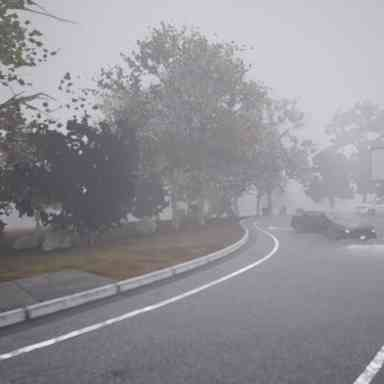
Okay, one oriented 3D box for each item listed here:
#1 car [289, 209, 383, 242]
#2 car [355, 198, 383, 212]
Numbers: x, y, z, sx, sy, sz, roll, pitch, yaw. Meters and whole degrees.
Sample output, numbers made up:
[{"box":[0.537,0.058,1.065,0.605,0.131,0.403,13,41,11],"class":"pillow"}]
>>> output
[{"box":[7.237,1.718,17.805,2.033,1.411,5.357,1,0,-12],"class":"car"},{"box":[21.616,1.741,38.189,5.566,2.045,2.150,0,-1,-5],"class":"car"}]
